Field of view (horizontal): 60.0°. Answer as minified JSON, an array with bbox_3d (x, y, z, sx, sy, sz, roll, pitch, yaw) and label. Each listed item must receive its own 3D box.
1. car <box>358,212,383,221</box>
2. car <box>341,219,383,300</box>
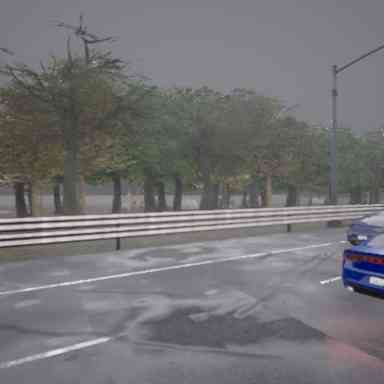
[{"bbox_3d":[8.222,1.531,13.650,4.674,1.442,1.812,0,0,-34],"label":"car"},{"bbox_3d":[5.438,1.481,7.518,5.008,1.535,1.882,0,0,-35],"label":"car"}]
